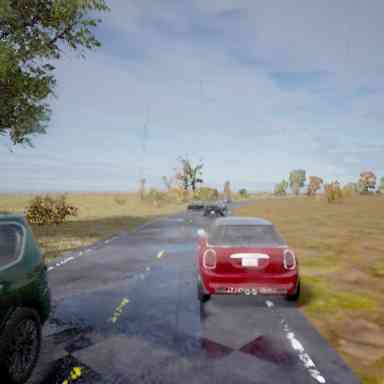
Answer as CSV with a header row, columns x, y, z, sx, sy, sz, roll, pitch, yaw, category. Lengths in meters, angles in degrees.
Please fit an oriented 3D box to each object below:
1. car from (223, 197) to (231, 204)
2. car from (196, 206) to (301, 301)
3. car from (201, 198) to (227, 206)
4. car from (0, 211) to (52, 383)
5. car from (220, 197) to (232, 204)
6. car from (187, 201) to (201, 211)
x,y,z,sx,sy,sz,roll,pitch,yaw,category
3.736,1.806,45.197,2.033,1.411,5.357,0,0,11,car
1.206,1.405,8.635,2.097,1.767,4.553,0,0,2,car
2.328,1.708,34.588,1.837,1.490,4.892,0,0,8,car
-3.047,1.237,2.395,2.150,2.045,5.566,0,0,1,car
8.046,1.913,77.908,2.128,1.511,4.902,0,0,16,car
0.543,1.856,44.375,1.895,1.301,4.718,0,0,9,car
